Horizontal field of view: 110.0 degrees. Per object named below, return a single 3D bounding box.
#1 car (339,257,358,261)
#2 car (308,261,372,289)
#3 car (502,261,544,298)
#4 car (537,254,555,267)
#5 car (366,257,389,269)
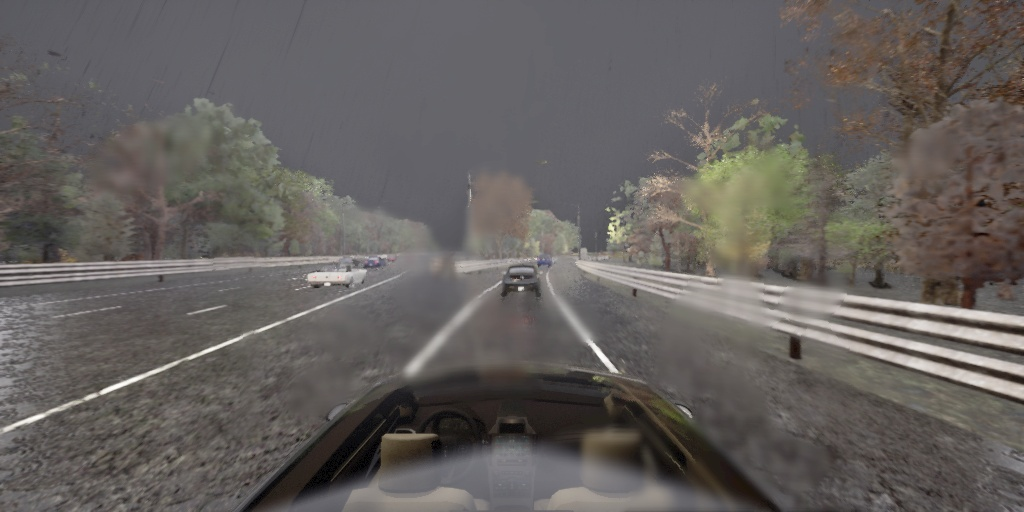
[{"bbox_3d":[-20.364,0.819,44.743,1.994,1.385,4.181,0,0,-8],"label":"car"},{"bbox_3d":[-9.684,1.116,20.369,1.895,1.301,4.718,0,0,-8],"label":"car"},{"bbox_3d":[0.540,1.188,18.204,1.837,1.490,4.892,0,0,3],"label":"car"},{"bbox_3d":[5.500,0.774,59.693,2.150,2.045,5.566,0,0,11],"label":"car"},{"bbox_3d":[-16.692,0.807,43.825,1.812,1.442,4.674,0,0,-8],"label":"car"}]
